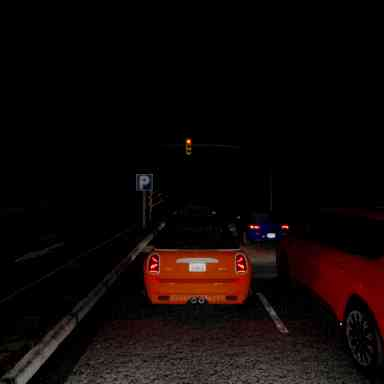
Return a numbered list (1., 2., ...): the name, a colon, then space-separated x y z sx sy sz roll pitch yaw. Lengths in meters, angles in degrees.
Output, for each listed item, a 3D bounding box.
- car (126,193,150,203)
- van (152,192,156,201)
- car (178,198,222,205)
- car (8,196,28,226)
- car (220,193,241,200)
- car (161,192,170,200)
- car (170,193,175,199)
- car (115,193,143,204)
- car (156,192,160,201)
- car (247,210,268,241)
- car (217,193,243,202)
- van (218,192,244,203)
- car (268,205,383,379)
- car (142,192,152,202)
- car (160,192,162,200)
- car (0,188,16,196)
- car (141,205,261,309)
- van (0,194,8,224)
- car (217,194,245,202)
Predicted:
1. car: -10.845 1.189 66.239 4.553 1.767 2.185 -1 0 -14
2. van: -10.386 1.086 69.280 4.442 1.987 1.878 -1 0 -14
3. car: 0.141 1.376 16.696 2.097 1.767 4.553 0 0 0
4. car: -13.673 1.400 22.483 4.553 1.767 2.185 -1 0 -19
5. car: 9.289 1.121 80.602 4.553 1.767 2.185 1 0 -12
6. car: -8.630 1.349 84.234 4.674 1.452 2.002 -1 0 -12
7. car: -8.186 1.057 87.241 5.566 2.045 2.435 -1 0 -12
8. car: -11.570 1.352 60.294 4.792 1.488 2.163 -1 0 -15
9. car: -10.164 1.314 72.252 4.892 1.521 2.231 -1 0 -14
10. car: 3.130 1.547 15.354 1.812 1.442 4.674 0 0 0
11. car: 7.529 1.135 65.898 4.553 1.767 2.185 1 0 -14
12. van: 7.152 1.036 62.928 4.442 1.987 1.878 1 0 -14
13. car: 3.099 1.229 5.660 2.150 2.045 5.566 0 0 -1
14. car: -10.932 1.309 63.287 5.366 1.575 1.946 -1 0 -15
15. car: -9.798 1.352 75.248 4.674 1.452 2.002 -1 0 -13
16. car: -28.272 0.132 51.126 2.002 1.452 4.674 6 -3 -20
17. car: 0.101 1.363 8.049 2.097 1.767 4.553 0 0 0
18. van: -13.642 1.294 19.505 4.442 1.987 1.878 -1 0 -20
19. car: 8.059 1.257 68.893 5.366 1.575 1.946 1 0 -13
